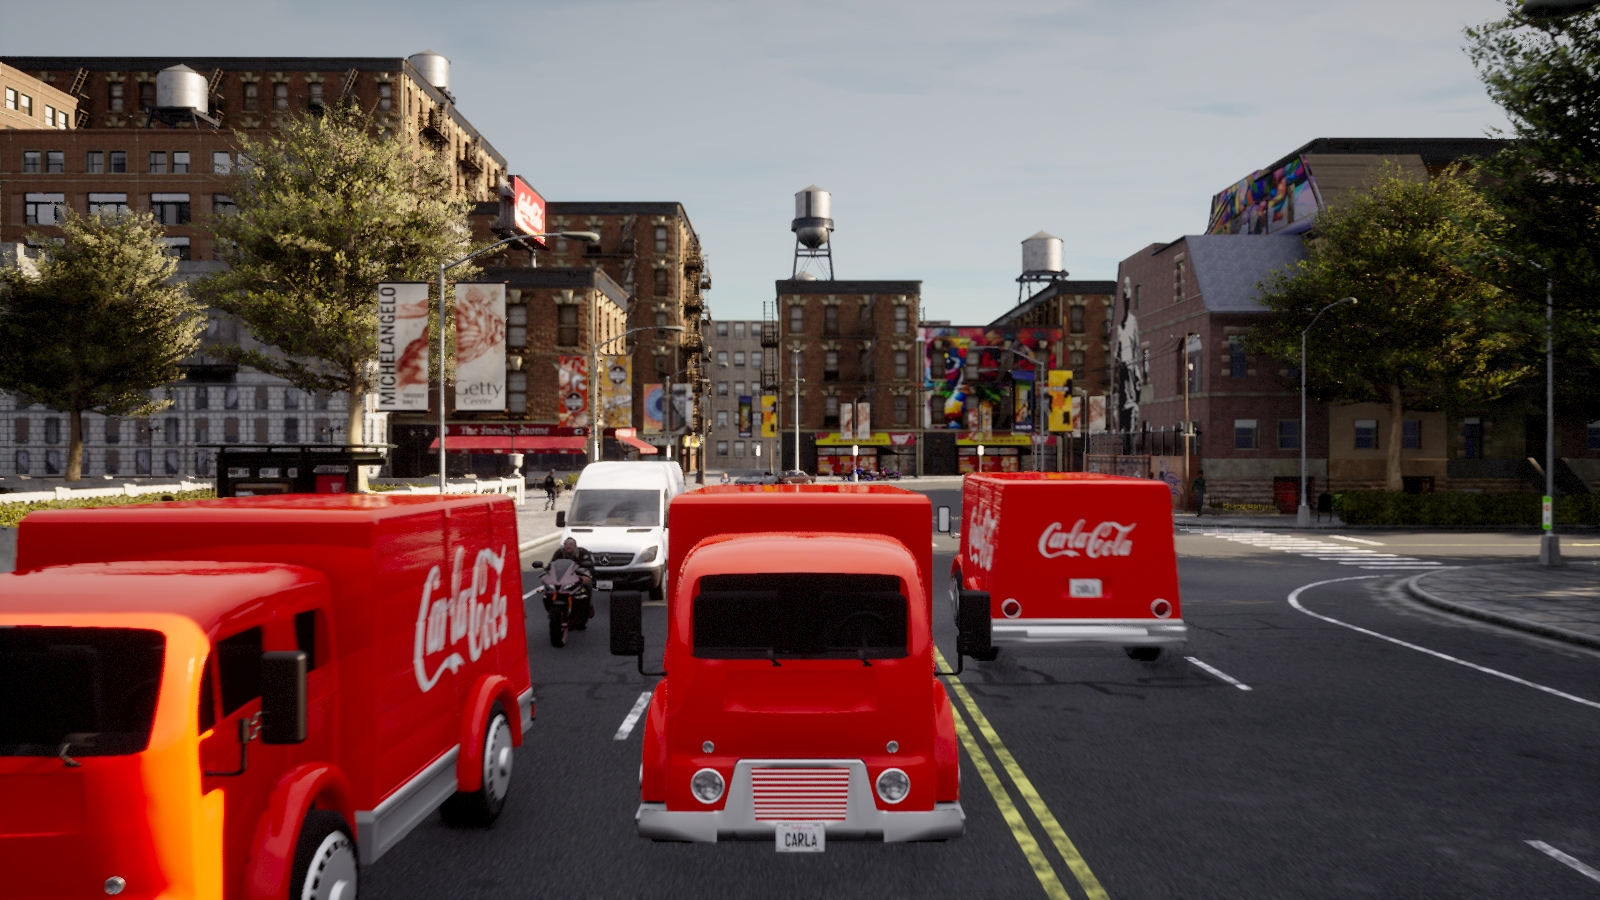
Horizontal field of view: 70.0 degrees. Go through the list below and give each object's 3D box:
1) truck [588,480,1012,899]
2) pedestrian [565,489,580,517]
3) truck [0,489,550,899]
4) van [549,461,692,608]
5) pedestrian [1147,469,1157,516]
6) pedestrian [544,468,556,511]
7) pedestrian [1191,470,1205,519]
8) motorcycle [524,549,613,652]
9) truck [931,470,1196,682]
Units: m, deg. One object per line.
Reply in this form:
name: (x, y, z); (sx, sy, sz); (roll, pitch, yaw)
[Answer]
truck: (-0.002, 1.566, 9.678); (2.627, 2.467, 5.204); (0, 0, 0)
pedestrian: (-8.944, 2.080, 44.935); (0.500, 1.100, 0.500); (0, 0, -2)
truck: (-3.499, 1.570, 7.369); (2.627, 2.467, 5.204); (0, 0, 0)
van: (-3.492, 1.537, 23.348); (1.988, 2.561, 5.915); (0, 0, 0)
pedestrian: (14.054, 1.700, 45.608); (0.375, 1.860, 0.375); (0, 0, 13)
pedestrian: (-10.764, 1.701, 49.189); (0.375, 1.860, 0.375); (0, 0, 23)
pedestrian: (15.316, 1.700, 43.963); (0.375, 1.860, 0.375); (0, 0, -8)
motorcycle: (-3.431, 2.207, 17.119); (0.867, 1.251, 2.209); (0, 0, 1)
truck: (3.495, 1.571, 16.459); (2.627, 2.467, 5.204); (0, 0, 0)
